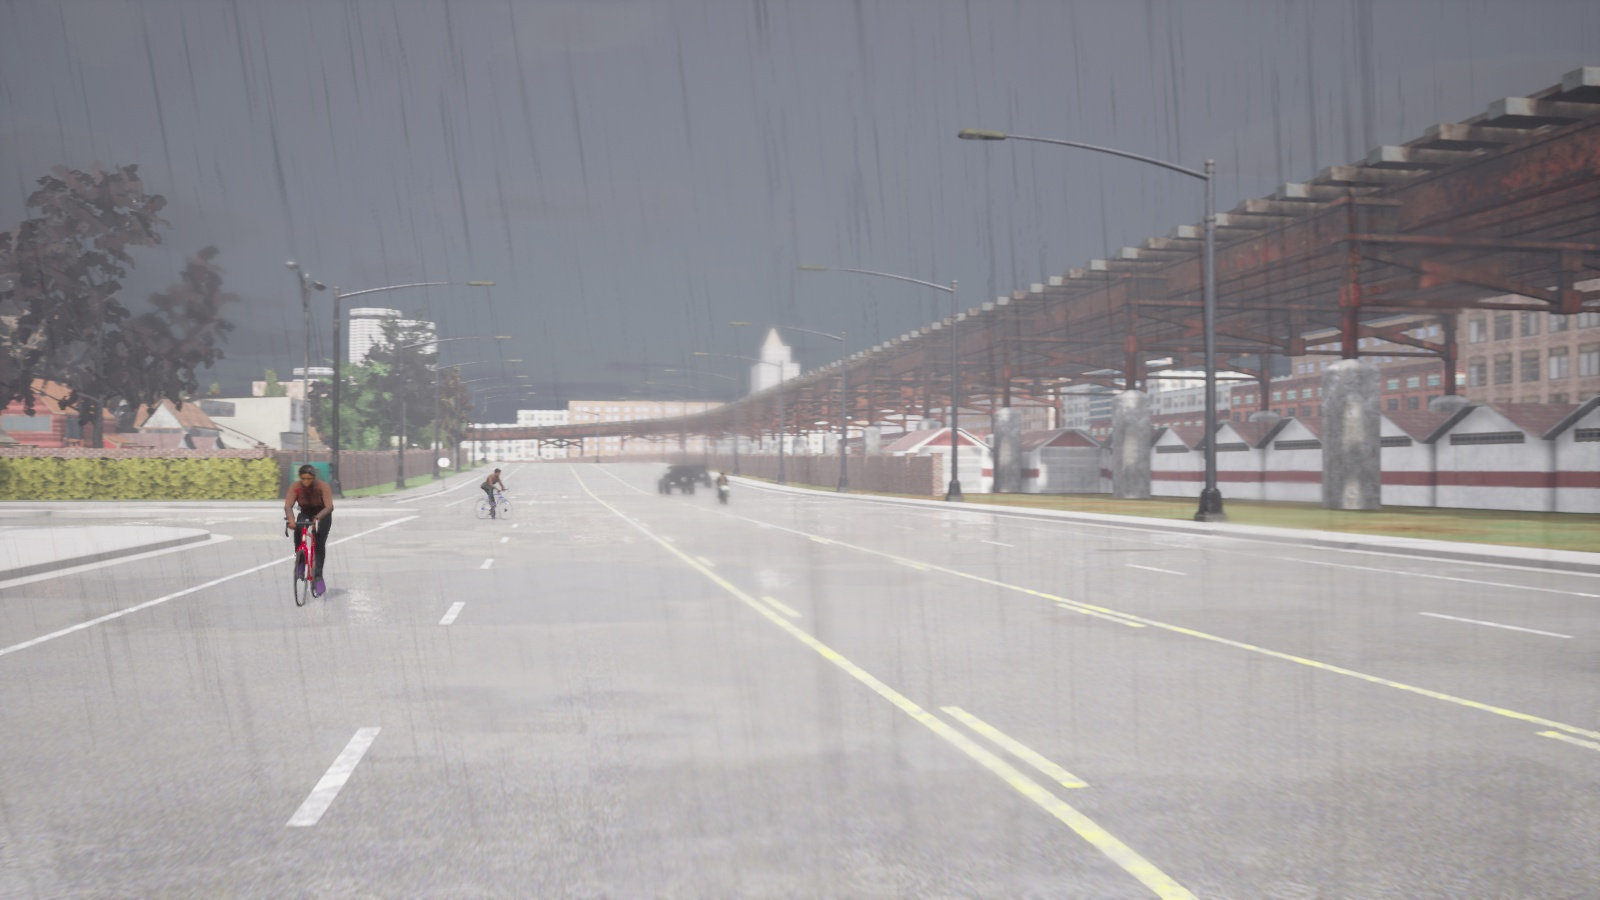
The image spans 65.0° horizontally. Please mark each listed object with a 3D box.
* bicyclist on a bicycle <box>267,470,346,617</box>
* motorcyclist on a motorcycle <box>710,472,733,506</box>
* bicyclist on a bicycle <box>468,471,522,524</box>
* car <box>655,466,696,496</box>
[{"bbox_3d":[-5.775,1.045,14.770,0.582,1.620,1.656,0,-1,-11],"label":"bicyclist on a bicycle"},{"bbox_3d":[-3.624,1.790,58.152,0.797,1.523,2.044,0,-1,-11],"label":"motorcyclist on a motorcycle"},{"bbox_3d":[-9.538,1.475,39.239,1.656,1.620,0.582,-1,1,31],"label":"bicyclist on a bicycle"},{"bbox_3d":[-8.159,2.005,82.033,1.905,1.878,3.866,0,-1,-18],"label":"car"}]
